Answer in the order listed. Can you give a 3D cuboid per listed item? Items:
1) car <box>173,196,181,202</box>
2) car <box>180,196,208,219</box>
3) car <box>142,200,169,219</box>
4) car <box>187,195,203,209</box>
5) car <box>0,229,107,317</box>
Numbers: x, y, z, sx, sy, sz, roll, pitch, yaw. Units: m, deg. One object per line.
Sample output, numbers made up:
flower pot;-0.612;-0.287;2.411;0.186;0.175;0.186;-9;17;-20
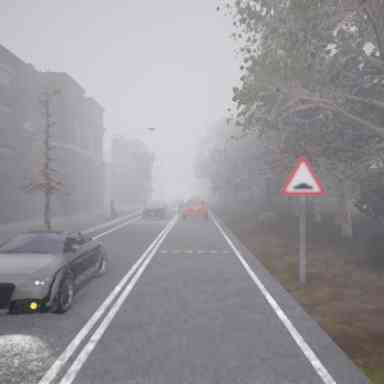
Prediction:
car;-2.901;1.452;70.238;2.033;1.411;5.357;0;0;0
car;0.286;1.371;29.928;2.097;1.767;4.553;0;0;0
car;-3.119;1.496;29.179;1.882;1.535;5.008;0;0;1
car;0.367;1.347;46.204;2.097;1.767;4.553;0;0;0
car;-3.321;1.571;7.487;1.994;1.385;4.181;0;0;0
